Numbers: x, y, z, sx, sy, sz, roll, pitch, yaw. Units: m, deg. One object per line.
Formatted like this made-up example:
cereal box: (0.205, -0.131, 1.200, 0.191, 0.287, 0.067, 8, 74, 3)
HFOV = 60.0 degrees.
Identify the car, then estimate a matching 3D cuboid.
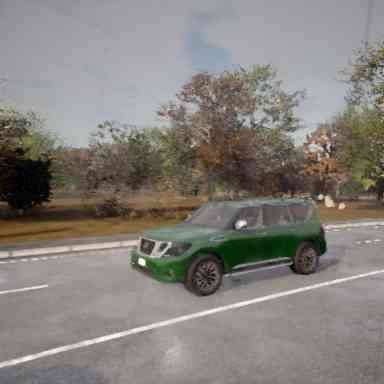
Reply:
car: (1.219, 1.203, 8.889, 5.566, 2.045, 2.150, 0, 0, -33)
